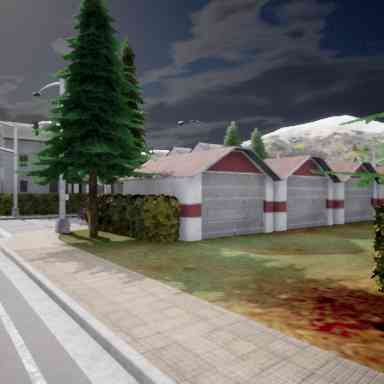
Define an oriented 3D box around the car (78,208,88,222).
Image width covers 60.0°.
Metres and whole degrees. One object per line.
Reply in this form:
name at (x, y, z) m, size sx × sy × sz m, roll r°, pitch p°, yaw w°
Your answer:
car at (-6.071, 1.540, 24.761) m, size 4.674 × 1.442 × 1.812 m, roll 0°, pitch 0°, yaw -38°
